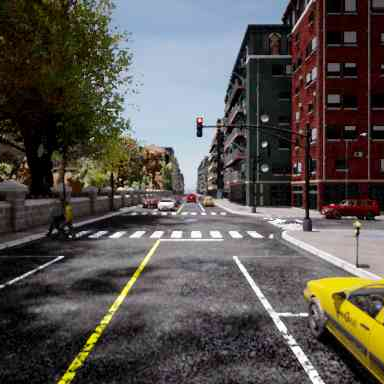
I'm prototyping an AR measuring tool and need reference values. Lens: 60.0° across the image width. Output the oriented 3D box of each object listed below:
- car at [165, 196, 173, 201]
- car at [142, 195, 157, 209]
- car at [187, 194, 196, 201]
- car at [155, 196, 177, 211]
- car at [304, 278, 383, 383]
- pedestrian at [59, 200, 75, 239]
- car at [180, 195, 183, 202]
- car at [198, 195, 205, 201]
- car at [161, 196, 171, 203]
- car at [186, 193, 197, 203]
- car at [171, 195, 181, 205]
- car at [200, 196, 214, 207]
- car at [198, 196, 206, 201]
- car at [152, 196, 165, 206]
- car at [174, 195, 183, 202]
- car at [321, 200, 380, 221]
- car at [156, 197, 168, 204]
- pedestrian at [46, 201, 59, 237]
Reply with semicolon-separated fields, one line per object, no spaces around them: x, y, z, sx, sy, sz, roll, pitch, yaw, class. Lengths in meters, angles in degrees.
-5.831;1.678;85.828;1.802;1.307;4.206;0;0;0;car
-5.770;1.354;47.082;2.192;1.841;5.009;0;0;0;car
-0.133;1.358;82.798;2.097;1.767;4.553;0;0;0;car
-3.135;1.558;41.188;1.812;1.442;4.674;0;0;-1;car
2.682;1.527;3.700;1.752;1.417;4.829;0;0;0;car
-5.883;1.304;15.623;0.375;1.860;0.375;0;0;0;pedestrian
-3.167;1.536;61.134;1.882;1.535;5.008;0;0;0;car
2.540;1.650;91.377;1.887;1.381;4.507;0;0;0;car
-5.814;1.660;74.757;1.802;1.307;4.206;0;0;0;car
-0.116;1.291;72.438;2.150;2.045;5.566;0;0;0;car
-3.176;1.591;50.823;2.033;1.411;5.357;0;0;0;car
2.602;1.572;52.801;1.752;1.417;4.829;0;0;0;car
2.549;1.641;85.842;1.887;1.381;4.507;0;0;0;car
-5.788;1.494;58.152;1.967;1.590;4.097;0;0;0;car
-3.122;1.465;75.419;1.812;1.442;4.674;0;0;0;car
14.566;1.610;30.541;5.009;1.841;2.192;1;-1;0;car
-5.796;1.607;63.687;1.887;1.381;4.507;0;0;0;car
-6.742;1.304;16.300;0.375;1.860;0.375;0;0;0;pedestrian
